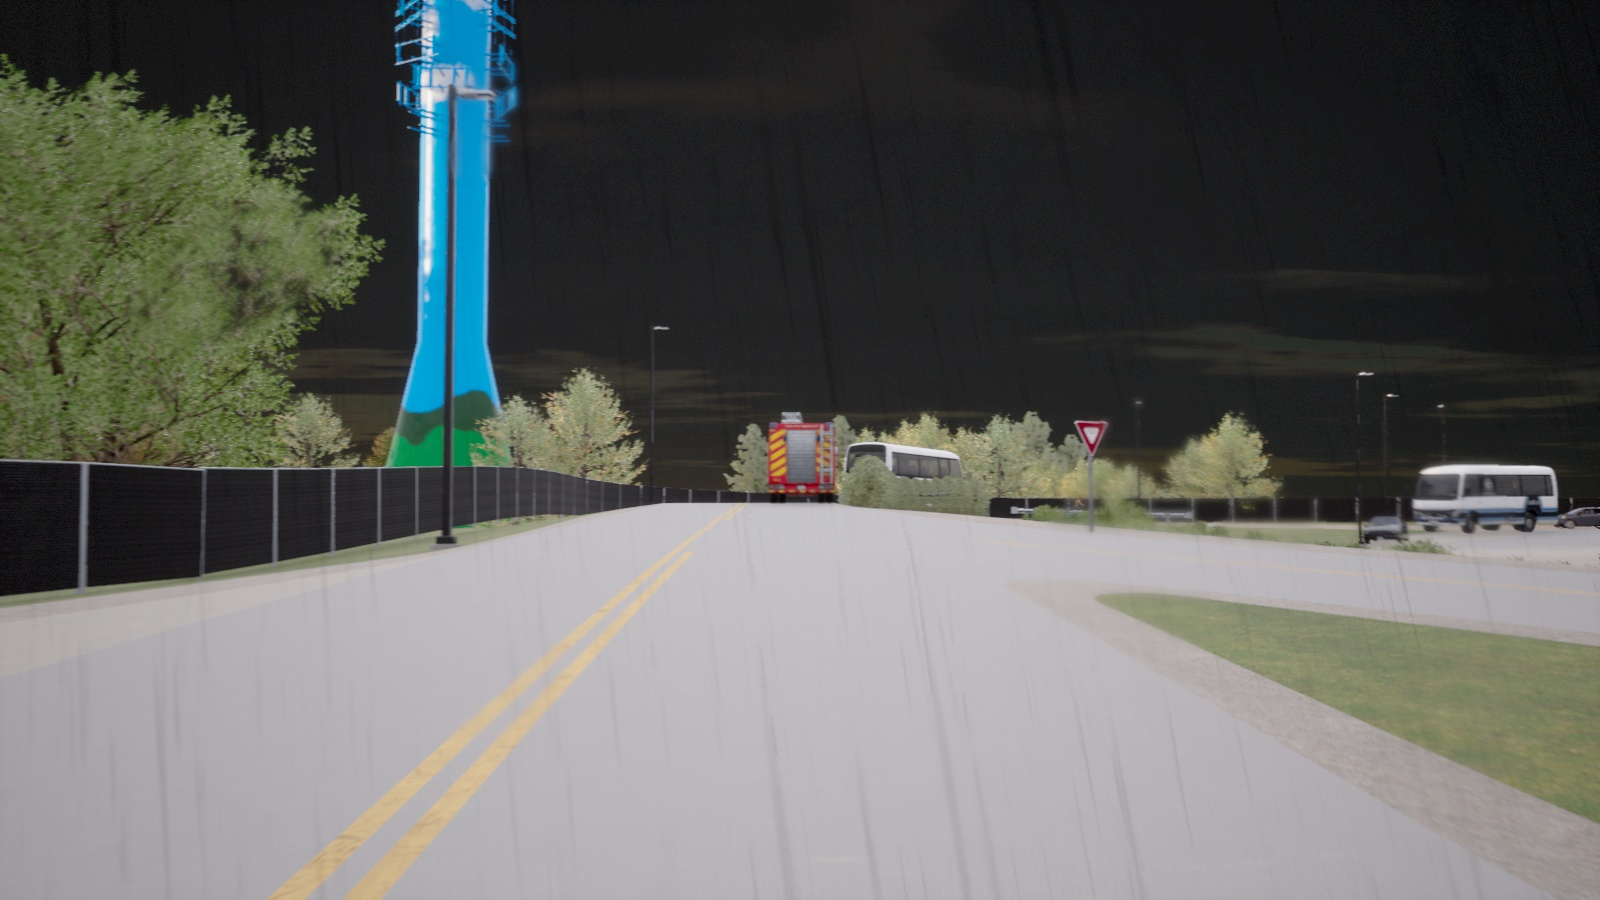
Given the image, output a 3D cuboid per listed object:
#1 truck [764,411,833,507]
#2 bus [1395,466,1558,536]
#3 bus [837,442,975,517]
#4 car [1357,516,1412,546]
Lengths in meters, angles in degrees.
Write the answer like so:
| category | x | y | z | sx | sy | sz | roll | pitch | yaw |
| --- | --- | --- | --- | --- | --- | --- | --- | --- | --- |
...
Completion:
| category | x | y | z | sx | sy | sz | roll | pitch | yaw |
| --- | --- | --- | --- | --- | --- | --- | --- | --- | --- |
| truck | 0.020 | 0.572 | 56.963 | 2.891 | 3.827 | 8.468 | 0 | -4 | 1 |
| bus | 43.067 | 3.181 | 79.900 | 10.273 | 4.253 | 3.944 | 1 | -2 | -27 |
| bus | 6.785 | 1.973 | 78.219 | 3.944 | 4.253 | 10.273 | -1 | -4 | 34 |
| car | 31.275 | 4.302 | 67.149 | 2.033 | 1.411 | 5.357 | -3 | -3 | 31 |
